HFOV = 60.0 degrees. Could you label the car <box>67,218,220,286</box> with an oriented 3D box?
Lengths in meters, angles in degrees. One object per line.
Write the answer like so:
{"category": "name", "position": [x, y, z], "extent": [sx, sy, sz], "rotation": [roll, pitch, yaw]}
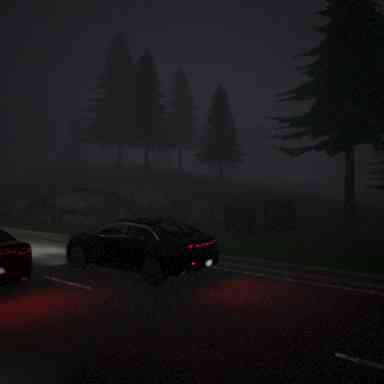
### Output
{"category": "car", "position": [-1.552, 1.484, 9.398], "extent": [4.902, 1.511, 2.128], "rotation": [0, 0, 35]}

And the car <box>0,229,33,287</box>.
{"category": "car", "position": [-5.959, 1.467, 8.242], "extent": [5.008, 1.535, 1.882], "rotation": [0, 0, 35]}
